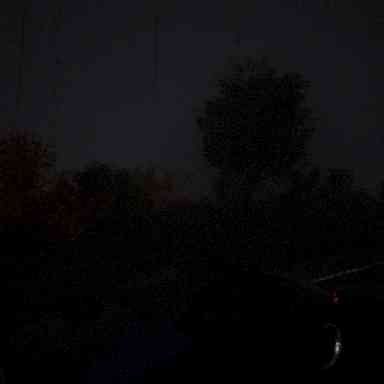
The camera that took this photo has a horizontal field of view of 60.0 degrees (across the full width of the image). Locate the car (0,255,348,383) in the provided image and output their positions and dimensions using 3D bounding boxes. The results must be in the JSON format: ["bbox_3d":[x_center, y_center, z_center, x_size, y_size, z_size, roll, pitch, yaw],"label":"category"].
[{"bbox_3d":[-0.016,1.547,3.985,4.181,1.385,1.994,-1,0,-36],"label":"car"}]
